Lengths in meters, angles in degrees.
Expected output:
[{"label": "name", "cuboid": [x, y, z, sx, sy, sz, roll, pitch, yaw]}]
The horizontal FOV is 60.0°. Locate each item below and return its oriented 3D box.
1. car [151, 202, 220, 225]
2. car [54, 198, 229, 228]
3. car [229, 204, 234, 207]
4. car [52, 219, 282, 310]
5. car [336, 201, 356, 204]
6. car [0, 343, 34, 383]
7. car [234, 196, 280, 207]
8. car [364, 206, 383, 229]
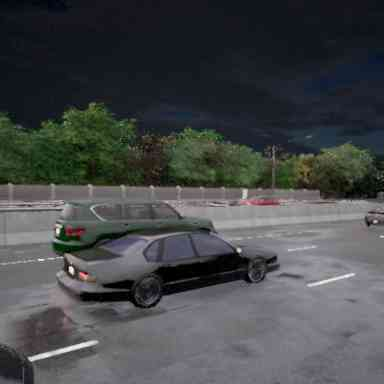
[{"label": "car", "cuboid": [-0.406, 1.543, 25.196, 5.008, 1.535, 1.882, 1, 0, -35]}, {"label": "car", "cuboid": [-1.677, 1.235, 11.148, 5.566, 2.045, 2.150, 0, 0, -35]}, {"label": "car", "cuboid": [7.159, 1.777, 43.475, 5.357, 1.411, 2.033, 1, 0, -35]}, {"label": "car", "cuboid": [-0.273, 1.559, 7.858, 5.357, 1.411, 2.033, 0, 0, -36]}, {"label": "car", "cuboid": [20.297, 1.870, 44.207, 4.674, 1.442, 1.812, 1, -1, -35]}, {"label": "car", "cuboid": [-3.266, 1.523, 1.541, 4.674, 1.442, 1.812, 0, 0, -35]}, {"label": "car", "cuboid": [8.152, 1.439, 39.890, 5.566, 2.045, 2.150, 1, -1, -35]}, {"label": "car", "cuboid": [13.214, 1.641, 21.766, 4.902, 1.511, 2.128, 1, 0, -35]}]
